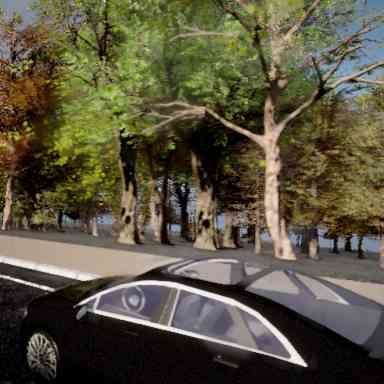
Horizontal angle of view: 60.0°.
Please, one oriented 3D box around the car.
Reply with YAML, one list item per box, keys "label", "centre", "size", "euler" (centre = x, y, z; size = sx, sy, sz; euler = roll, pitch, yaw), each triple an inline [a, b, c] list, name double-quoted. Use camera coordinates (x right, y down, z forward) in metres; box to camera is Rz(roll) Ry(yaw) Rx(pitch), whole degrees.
- label: "car"
  centre: [-0.004, 1.518, 3.689]
  size: [4.902, 1.511, 2.128]
  euler: [-1, 0, 36]
